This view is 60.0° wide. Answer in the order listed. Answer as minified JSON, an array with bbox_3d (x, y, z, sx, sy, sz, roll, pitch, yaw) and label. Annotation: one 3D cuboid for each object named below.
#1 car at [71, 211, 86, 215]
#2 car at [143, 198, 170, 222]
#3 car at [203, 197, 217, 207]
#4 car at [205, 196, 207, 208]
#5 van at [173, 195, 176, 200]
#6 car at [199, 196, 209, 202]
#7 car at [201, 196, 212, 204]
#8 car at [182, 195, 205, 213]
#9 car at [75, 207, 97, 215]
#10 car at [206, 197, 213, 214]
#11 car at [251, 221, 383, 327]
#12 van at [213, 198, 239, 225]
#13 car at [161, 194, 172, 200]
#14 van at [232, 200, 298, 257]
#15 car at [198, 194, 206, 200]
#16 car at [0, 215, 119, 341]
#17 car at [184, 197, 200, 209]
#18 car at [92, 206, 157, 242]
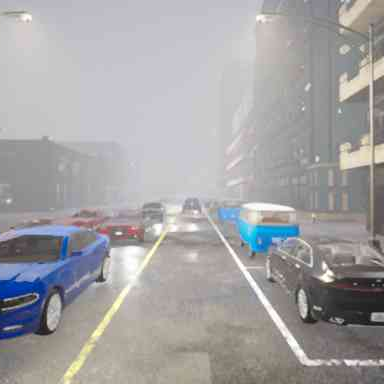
[{"bbox_3d":[-5.681,1.587,12.479,1.802,1.307,4.206,1,0,0],"label":"car"},{"bbox_3d":[-3.082,1.514,26.401,1.837,1.490,4.892,0,0,1],"label":"car"},{"bbox_3d":[2.698,1.570,51.581,1.947,1.339,4.313,1,0,0],"label":"car"},{"bbox_3d":[2.698,1.573,46.000,1.947,1.339,4.313,1,0,0],"label":"car"},{"bbox_3d":[-5.680,1.319,85.022,1.690,1.788,3.998,1,0,0],"label":"van"},{"bbox_3d":[2.697,1.539,73.904,2.008,1.369,4.403,1,0,0],"label":"car"},{"bbox_3d":[2.698,1.542,62.743,1.887,1.381,4.507,1,0,0],"label":"car"},{"bbox_3d":[-0.003,1.361,36.806,2.097,1.767,4.553,0,0,0],"label":"car"},{"bbox_3d":[-5.680,1.552,18.059,1.887,1.381,4.507,1,0,0],"label":"car"},{"bbox_3d":[2.699,1.535,35.008,1.752,1.417,4.829,1,0,0],"label":"car"},{"bbox_3d":[2.701,1.554,6.935,2.008,1.369,4.403,1,0,0],"label":"car"},{"bbox_3d":[2.703,1.350,23.677,1.690,1.788,3.998,1,0,0],"label":"van"},{"bbox_3d":[-5.683,1.559,68.281,1.947,1.339,4.313,1,0,0],"label":"car"},{"bbox_3d":[2.703,1.346,12.515,1.690,1.788,3.998,1,0,0],"label":"van"},{"bbox_3d":[2.698,1.412,90.645,1.967,1.590,4.097,1,0,0],"label":"car"},{"bbox_3d":[-3.092,1.481,6.905,1.882,1.535,5.008,0,0,0],"label":"car"},{"bbox_3d":[0.000,1.499,47.506,2.128,1.511,4.902,0,0,0],"label":"car"},{"bbox_3d":[-3.085,1.571,16.143,1.994,1.385,4.181,0,0,1],"label":"car"}]
